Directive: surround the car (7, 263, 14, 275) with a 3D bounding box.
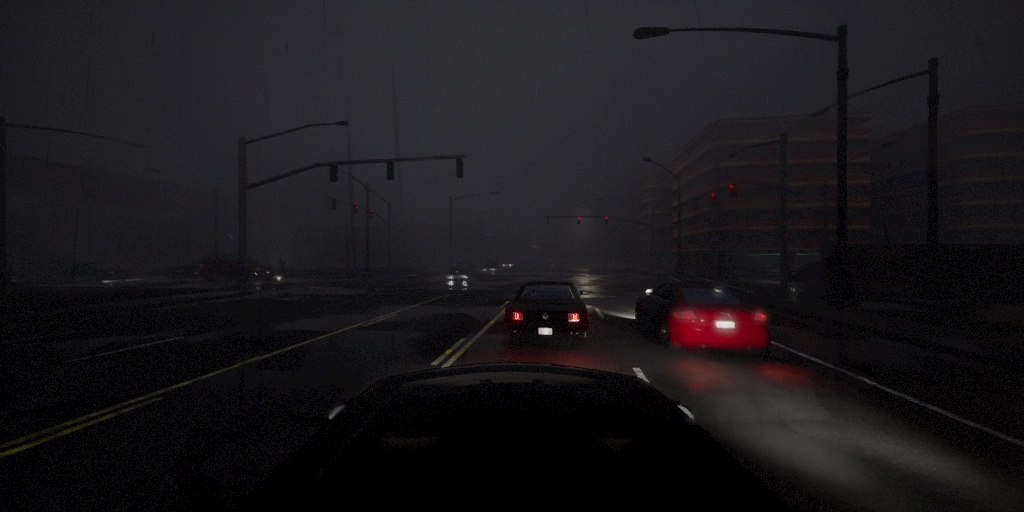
[{"bbox_3d":[-52.048,1.351,36.192,4.718,1.301,1.895,0,0,38],"label":"car"}]

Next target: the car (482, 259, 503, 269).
[{"bbox_3d":[-3.088,1.100,53.163,2.033,1.411,5.357,0,1,8],"label":"car"}]

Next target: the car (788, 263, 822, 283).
[{"bbox_3d":[23.397,1.276,27.514,4.674,1.442,1.812,0,0,6],"label":"car"}]

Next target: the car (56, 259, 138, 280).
[{"bbox_3d":[-35.622,1.228,30.864,5.008,1.535,1.882,0,0,7],"label":"car"}]

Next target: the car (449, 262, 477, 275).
[{"bbox_3d":[-5.194,1.299,38.241,1.895,1.301,4.718,0,0,9],"label":"car"}]

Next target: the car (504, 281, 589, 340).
[{"bbox_3d":[1.035,1.351,10.003,1.895,1.301,4.718,0,0,8],"label":"car"}]

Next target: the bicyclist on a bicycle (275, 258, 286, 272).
[{"bbox_3d":[-26.263,1.053,40.776,0.582,1.620,1.656,0,0,7],"label":"bicyclist on a bicycle"}]

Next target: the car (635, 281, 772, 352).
[{"bbox_3d":[4.435,1.314,8.990,1.994,1.385,4.181,0,0,7],"label":"car"}]

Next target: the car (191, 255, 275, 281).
[{"bbox_3d":[-22.403,0.971,29.250,5.566,2.045,2.150,0,0,7],"label":"car"}]

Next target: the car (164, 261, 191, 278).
[{"bbox_3d":[-30.140,1.241,33.894,4.902,1.511,2.128,0,0,7],"label":"car"}]
